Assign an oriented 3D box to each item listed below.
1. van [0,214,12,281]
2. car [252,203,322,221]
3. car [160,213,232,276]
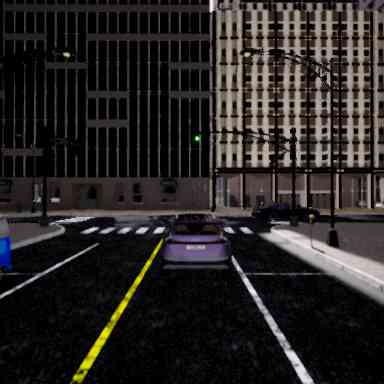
[{"bbox_3d":[-5.312,1.352,6.612,1.690,1.788,3.998,0,0,0],"label":"van"},{"bbox_3d":[7.613,1.569,27.006,5.357,1.411,2.033,0,-1,-5],"label":"car"},{"bbox_3d":[0.100,1.446,10.453,2.033,1.649,4.856,0,0,0],"label":"car"}]
